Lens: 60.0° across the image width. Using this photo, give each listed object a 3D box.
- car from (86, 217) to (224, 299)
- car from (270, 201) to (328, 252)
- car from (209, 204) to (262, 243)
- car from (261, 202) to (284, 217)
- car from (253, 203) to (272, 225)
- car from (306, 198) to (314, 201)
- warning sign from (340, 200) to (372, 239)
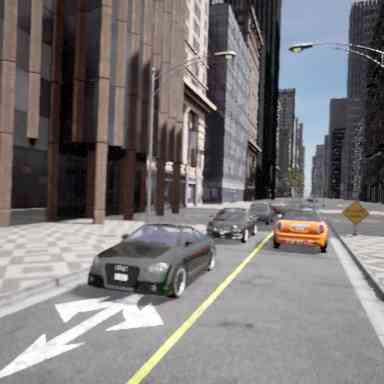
[{"bbox_3d":[-0.753,1.525,8.487,1.994,1.385,4.181,2,0,19],"label":"car"},{"bbox_3d":[4.935,1.491,15.066,2.097,1.767,4.553,2,0,19],"label":"car"},{"bbox_3d":[2.097,1.547,16.678,1.837,1.490,4.892,2,0,19],"label":"car"},{"bbox_3d":[8.593,1.825,35.261,1.895,1.301,4.718,2,0,20],"label":"car"},{"bbox_3d":[5.192,1.634,25.581,1.837,1.490,4.892,2,0,19],"label":"car"},{"bbox_3d":[15.629,2.001,45.906,1.994,1.385,4.181,2,0,19],"label":"car"},{"bbox_3d":[8.417,1.367,17.132,1.300,1.860,1.060,2,0,19],"label":"warning sign"}]
